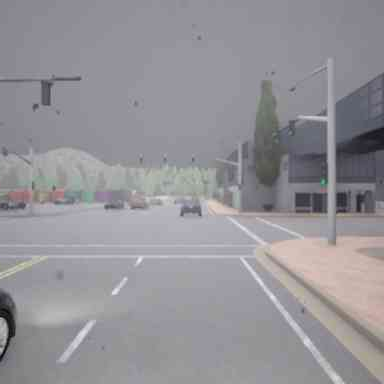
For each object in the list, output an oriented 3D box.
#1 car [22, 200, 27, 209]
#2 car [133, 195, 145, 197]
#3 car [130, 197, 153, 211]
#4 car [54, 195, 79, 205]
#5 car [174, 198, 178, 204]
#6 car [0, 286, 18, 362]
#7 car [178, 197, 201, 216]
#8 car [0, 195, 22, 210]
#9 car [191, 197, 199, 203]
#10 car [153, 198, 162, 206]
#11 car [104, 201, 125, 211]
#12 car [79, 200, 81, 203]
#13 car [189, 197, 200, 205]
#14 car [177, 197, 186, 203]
[{"bbox_3d":[-24.912,1.407,45.692,3.866,1.878,1.905,0,0,0],"label":"car"},{"bbox_3d":[-10.166,1.569,63.207,2.150,2.045,5.566,0,0,2],"label":"car"},{"bbox_3d":[-7.169,1.801,46.090,2.033,1.411,5.357,0,0,1],"label":"car"},{"bbox_3d":[-24.937,1.515,65.316,3.866,1.878,1.905,0,0,0],"label":"car"},{"bbox_3d":[-2.893,1.951,73.228,1.994,1.385,4.181,0,0,2],"label":"car"},{"bbox_3d":[-3.441,1.521,2.872,1.837,1.490,4.892,0,0,0],"label":"car"},{"bbox_3d":[-0.090,1.546,35.214,2.097,1.767,4.553,0,0,0],"label":"car"},{"bbox_3d":[-24.969,1.388,42.798,4.605,1.855,1.932,0,0,0],"label":"car"},{"bbox_3d":[0.864,1.926,82.930,1.994,1.385,4.181,0,0,2],"label":"car"},{"bbox_3d":[-6.691,1.836,62.630,2.128,1.511,4.902,0,0,2],"label":"car"},{"bbox_3d":[-10.673,1.852,45.777,1.895,1.301,4.718,0,0,1],"label":"car"},{"bbox_3d":[-24.924,1.770,68.209,3.806,1.475,1.970,0,0,0],"label":"car"},{"bbox_3d":[0.598,1.923,72.831,2.128,1.511,4.902,0,0,2],"label":"car"},{"bbox_3d":[-2.635,1.926,83.021,1.994,1.385,4.181,0,0,2],"label":"car"}]
